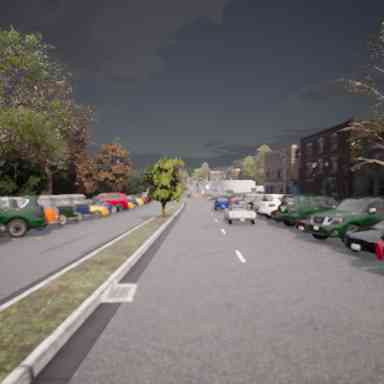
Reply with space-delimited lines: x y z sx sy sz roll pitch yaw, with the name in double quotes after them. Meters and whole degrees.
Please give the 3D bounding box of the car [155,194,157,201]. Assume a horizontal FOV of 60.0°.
-10.358 1.430 66.902 5.366 1.575 1.946 -1 0 -22 "car"

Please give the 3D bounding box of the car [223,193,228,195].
8.330 1.463 57.457 5.008 1.535 2.097 1 0 -21 "car"

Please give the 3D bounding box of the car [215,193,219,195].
8.093 1.201 66.500 5.566 2.045 2.435 1 0 -22 "car"

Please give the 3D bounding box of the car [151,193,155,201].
-9.990 1.433 61.054 5.008 1.535 2.097 -1 0 -21 "car"

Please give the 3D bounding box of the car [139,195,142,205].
-9.796 1.315 46.249 4.553 1.767 2.185 -1 0 -20 "car"

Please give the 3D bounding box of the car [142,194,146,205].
-9.818 1.439 49.205 5.008 1.535 2.097 -1 0 -20 "car"

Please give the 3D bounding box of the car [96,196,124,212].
-9.900 1.476 34.369 4.792 1.488 2.163 -1 0 -19 "car"

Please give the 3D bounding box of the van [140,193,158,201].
-11.304 1.192 87.716 4.442 1.987 1.878 -1 0 -24 "van"

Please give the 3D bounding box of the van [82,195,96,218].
-9.943 1.225 25.471 4.442 1.987 1.878 -1 0 -19 "van"

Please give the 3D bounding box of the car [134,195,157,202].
-10.602 1.466 75.848 4.674 1.452 2.002 -1 0 -23 "car"

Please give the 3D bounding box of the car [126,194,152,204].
-10.115 1.307 64.008 4.553 1.767 2.185 -1 0 -22 "car"

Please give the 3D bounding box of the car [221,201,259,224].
3.471 1.595 24.822 1.895 1.301 4.718 0 0 1 "car"

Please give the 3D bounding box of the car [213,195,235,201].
7.558 1.478 78.589 4.674 1.452 2.002 1 0 -24 "car"

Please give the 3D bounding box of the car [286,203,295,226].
8.012 1.526 18.282 4.792 1.488 2.163 1 0 -19 "car"

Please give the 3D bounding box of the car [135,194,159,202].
-10.612 1.419 78.883 5.366 1.575 1.946 -1 0 -23 "car"

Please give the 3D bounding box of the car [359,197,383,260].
7.882 1.252 9.260 5.566 2.045 2.435 1 0 -19 "car"

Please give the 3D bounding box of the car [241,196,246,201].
8.328 1.514 36.345 4.792 1.488 2.163 1 0 -19 "car"

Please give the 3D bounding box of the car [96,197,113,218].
-9.832 1.445 28.468 5.366 1.575 1.946 -1 0 -19 "car"

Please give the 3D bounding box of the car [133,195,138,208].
-9.684 1.439 40.369 5.366 1.575 1.946 -1 0 -19 "car"

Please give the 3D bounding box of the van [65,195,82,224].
-9.983 1.226 22.492 4.442 1.987 1.878 -1 0 -19 "van"

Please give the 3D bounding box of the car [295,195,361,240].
7.974 1.247 15.274 5.566 2.045 2.435 1 0 -19 "car"

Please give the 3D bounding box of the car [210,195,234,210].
3.682 1.459 41.458 1.882 1.535 5.008 0 0 1 "car"

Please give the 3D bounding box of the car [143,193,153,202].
-9.900 1.464 58.110 4.792 1.488 2.163 -1 0 -21 "car"

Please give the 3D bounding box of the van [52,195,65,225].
-10.023 1.228 19.516 4.442 1.987 1.878 -1 0 -19 "van"

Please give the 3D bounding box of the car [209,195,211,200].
7.389 1.436 81.603 4.892 1.521 2.231 1 0 -24 "car"

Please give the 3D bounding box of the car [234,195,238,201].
8.542 1.479 42.426 5.366 1.575 1.946 1 0 -20 "car"

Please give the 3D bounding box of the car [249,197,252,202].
8.219 1.489 30.313 5.008 1.535 2.097 1 0 -19 "car"

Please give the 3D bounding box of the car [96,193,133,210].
-9.916 1.194 37.318 5.566 2.045 2.435 -1 0 -19 "car"

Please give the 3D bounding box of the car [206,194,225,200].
6.658 1.456 93.621 4.792 1.488 2.163 1 0 -25 "car"

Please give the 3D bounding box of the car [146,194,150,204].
-9.907 1.467 55.116 4.792 1.488 2.163 -1 0 -21 "car"

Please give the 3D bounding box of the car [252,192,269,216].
8.201 1.240 27.321 5.566 2.045 2.435 1 0 -19 "car"

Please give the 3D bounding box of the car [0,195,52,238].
-10.202 1.205 16.487 5.566 2.045 2.435 -1 0 -19 "car"

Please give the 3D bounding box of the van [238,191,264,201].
8.233 1.254 39.302 4.442 1.987 1.878 1 0 -19 "van"

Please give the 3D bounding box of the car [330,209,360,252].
7.923 1.530 12.270 4.792 1.488 2.163 1 0 -19 "car"

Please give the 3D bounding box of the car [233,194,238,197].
8.399 1.476 45.371 5.008 1.535 2.097 1 0 -20 "car"

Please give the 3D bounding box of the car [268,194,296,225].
8.112 1.244 21.314 5.566 2.045 2.435 1 0 -19 "car"

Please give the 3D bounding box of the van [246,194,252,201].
8.155 1.259 33.278 4.442 1.987 1.878 1 0 -19 "van"

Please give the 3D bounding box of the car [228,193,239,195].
8.371 1.344 51.410 4.553 1.767 2.185 1 0 -21 "car"

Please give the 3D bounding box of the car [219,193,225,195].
8.212 1.456 63.494 5.008 1.535 2.097 1 0 -22 "car"

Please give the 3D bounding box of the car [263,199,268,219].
8.131 1.493 24.303 5.008 1.535 2.097 1 0 -19 "car"

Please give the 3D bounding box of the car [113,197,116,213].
-9.993 1.478 31.367 4.792 1.488 2.163 -1 0 -19 "car"

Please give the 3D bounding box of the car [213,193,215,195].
7.730 1.482 75.570 4.674 1.452 2.002 1 0 -23 "car"

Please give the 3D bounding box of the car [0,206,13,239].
-10.218 1.498 13.525 4.674 1.452 2.002 -1 0 -19 "car"
